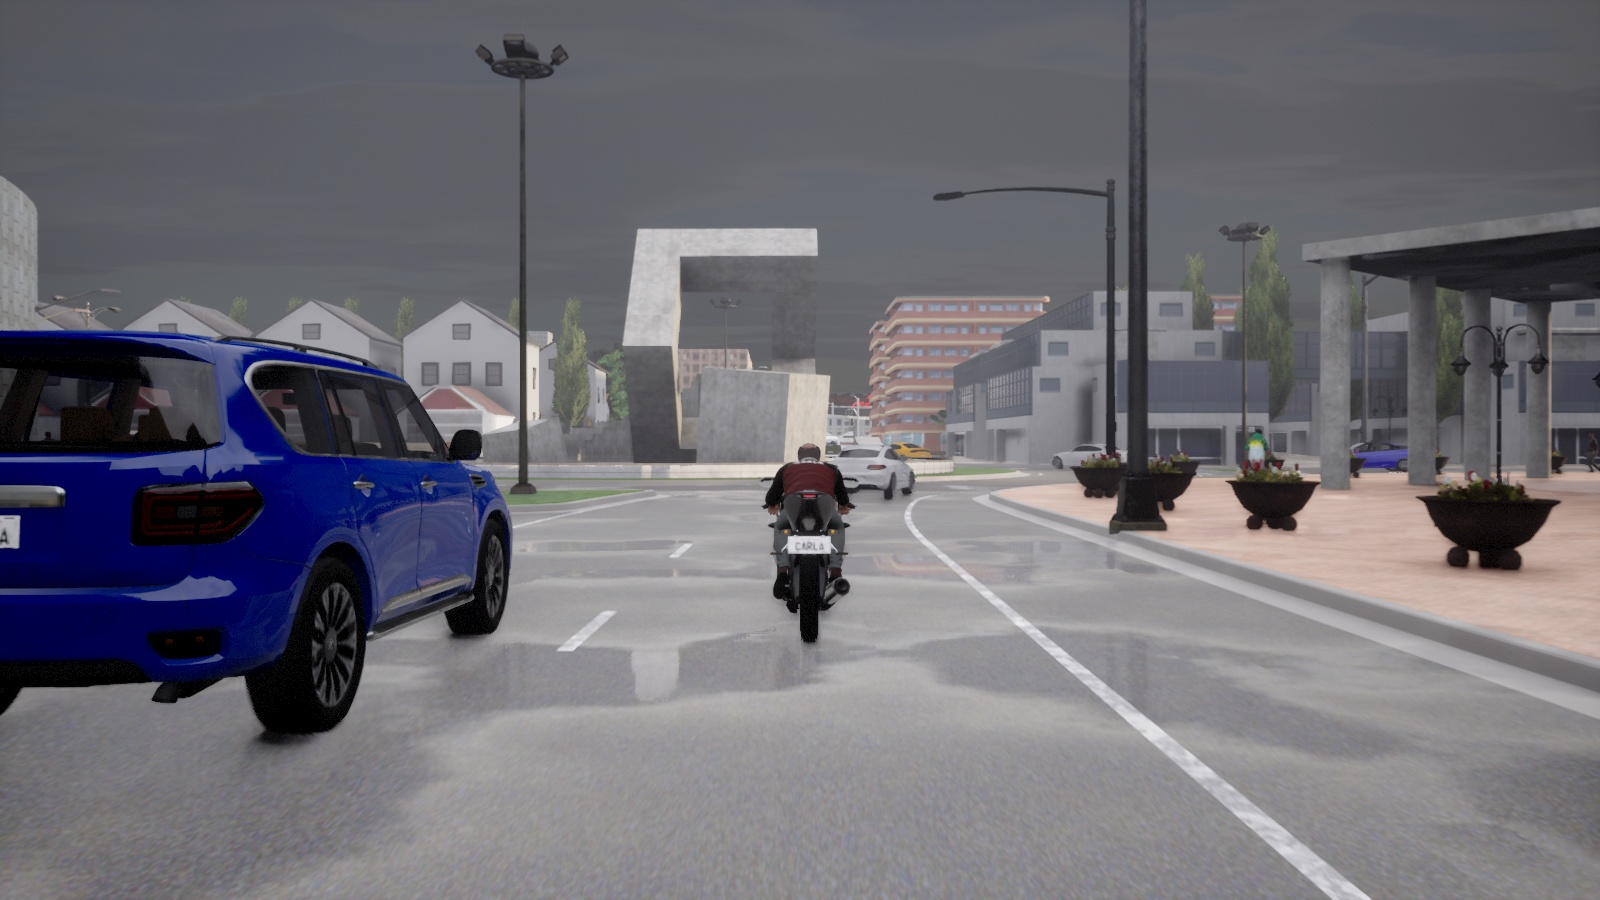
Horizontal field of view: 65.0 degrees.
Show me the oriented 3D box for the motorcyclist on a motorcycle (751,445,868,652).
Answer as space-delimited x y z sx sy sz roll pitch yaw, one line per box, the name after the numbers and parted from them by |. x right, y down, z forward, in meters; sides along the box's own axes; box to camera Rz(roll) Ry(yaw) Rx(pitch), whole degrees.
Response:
0.074 0.723 10.370 0.866 1.530 2.191 0 0 0 | motorcyclist on a motorcycle

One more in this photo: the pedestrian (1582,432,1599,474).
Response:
34.714 0.130 54.950 0.720 1.854 0.376 0 0 9 | pedestrian

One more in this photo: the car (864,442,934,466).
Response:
6.456 0.264 82.560 1.882 1.535 5.008 0 0 -34 | car

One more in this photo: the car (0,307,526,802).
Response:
-3.439 0.418 7.977 2.150 2.045 5.566 0 0 0 | car

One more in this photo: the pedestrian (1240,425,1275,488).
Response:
14.494 0.194 39.765 0.873 1.952 0.659 0 0 -35 | pedestrian

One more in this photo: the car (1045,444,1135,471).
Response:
16.003 0.393 69.523 1.812 1.442 4.674 0 1 -41 | car

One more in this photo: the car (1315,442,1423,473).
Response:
28.587 0.360 63.208 4.514 1.525 2.007 0 0 6 | car

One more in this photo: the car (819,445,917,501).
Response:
1.967 0.577 34.841 1.812 1.442 4.674 0 0 15 | car
